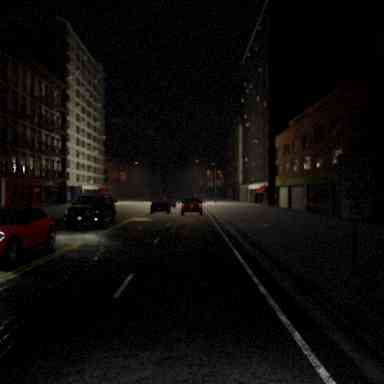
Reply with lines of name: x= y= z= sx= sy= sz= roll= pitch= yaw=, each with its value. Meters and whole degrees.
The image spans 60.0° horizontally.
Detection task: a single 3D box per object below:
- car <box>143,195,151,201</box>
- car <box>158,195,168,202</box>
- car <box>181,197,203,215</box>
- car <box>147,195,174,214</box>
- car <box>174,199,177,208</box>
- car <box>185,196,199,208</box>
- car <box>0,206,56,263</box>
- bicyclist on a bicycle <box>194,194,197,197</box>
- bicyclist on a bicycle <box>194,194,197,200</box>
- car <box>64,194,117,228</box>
car: x=-9.771 y=1.396 z=74.625 sx=1.994 sy=1.385 sz=4.181 roll=0 pitch=0 yaw=0
car: x=-6.521 y=1.343 z=74.626 sx=1.837 sy=1.490 sz=4.892 roll=0 pitch=0 yaw=0
car: x=-0.003 y=1.298 z=32.843 sx=2.097 sy=1.767 sz=4.553 roll=0 pitch=0 yaw=0
car: x=-3.162 y=1.422 z=34.291 sx=1.882 sy=1.535 sz=5.008 roll=0 pitch=0 yaw=0
car: x=-3.174 y=1.525 z=46.525 sx=1.895 sy=1.301 sz=4.718 roll=0 pitch=0 yaw=0
car: x=0.030 y=1.402 z=46.579 sx=1.882 sy=1.535 sz=5.008 roll=0 pitch=0 yaw=0
car: x=-6.608 y=1.333 z=11.807 sx=2.097 sy=1.767 sz=4.553 roll=0 pitch=0 yaw=-1
bicyclist on a bicycle: x=0.872 y=1.250 z=75.186 sx=0.659 sy=1.776 sz=1.843 roll=0 pitch=0 yaw=0
bicyclist on a bicycle: x=0.871 y=1.318 z=84.191 sx=0.582 sy=1.620 sz=1.656 roll=0 pitch=0 yaw=0
car: x=-6.598 y=1.185 z=22.292 sx=2.150 sy=2.045 sz=5.566 roll=0 pitch=0 yaw=0
